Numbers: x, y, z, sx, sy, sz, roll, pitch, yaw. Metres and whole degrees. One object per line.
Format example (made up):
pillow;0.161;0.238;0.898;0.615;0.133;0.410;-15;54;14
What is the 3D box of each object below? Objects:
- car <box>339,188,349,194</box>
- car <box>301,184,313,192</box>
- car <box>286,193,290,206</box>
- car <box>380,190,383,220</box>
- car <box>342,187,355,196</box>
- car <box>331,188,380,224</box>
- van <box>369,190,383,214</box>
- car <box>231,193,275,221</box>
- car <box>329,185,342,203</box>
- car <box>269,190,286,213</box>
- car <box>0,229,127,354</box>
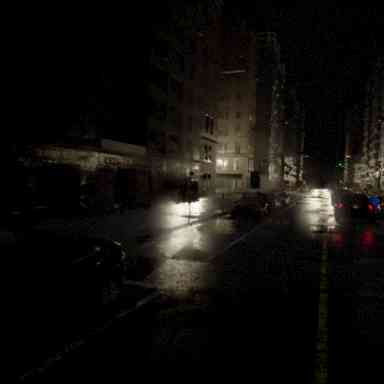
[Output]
car;35.870;-0.293;78.502;1.802;1.307;4.206;3;2;21
car;27.910;-0.794;81.518;1.967;1.590;4.097;3;2;21
car;7.762;0.503;30.330;1.967;1.590;4.097;3;2;22
car;13.594;0.873;22.023;2.192;1.841;5.009;3;2;22
car;31.862;-0.166;67.925;1.967;1.590;4.097;3;2;21
car;10.133;0.845;20.929;2.097;1.767;4.553;3;2;22
van;15.666;0.767;27.142;1.690;1.788;3.998;3;2;22
car;3.612;0.908;20.096;1.802;1.307;4.206;3;2;22
car;15.341;0.510;33.914;2.097;1.767;4.553;3;2;21
car;5.685;0.760;25.215;1.947;1.339;4.313;3;2;22
car;-2.606;1.287;4.735;1.947;1.339;4.313;3;2;22
